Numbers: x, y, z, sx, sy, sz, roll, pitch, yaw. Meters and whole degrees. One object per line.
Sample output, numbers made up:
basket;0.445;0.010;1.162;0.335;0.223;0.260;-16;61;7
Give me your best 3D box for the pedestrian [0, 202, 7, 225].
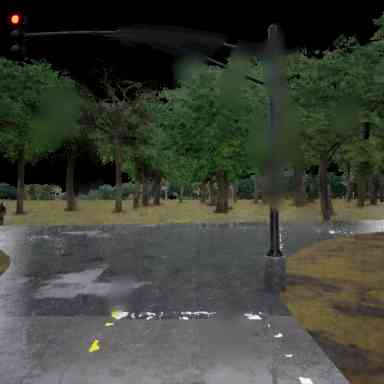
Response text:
pedestrian;-15.239;1.718;26.749;0.375;1.860;0.375;0;-1;0
